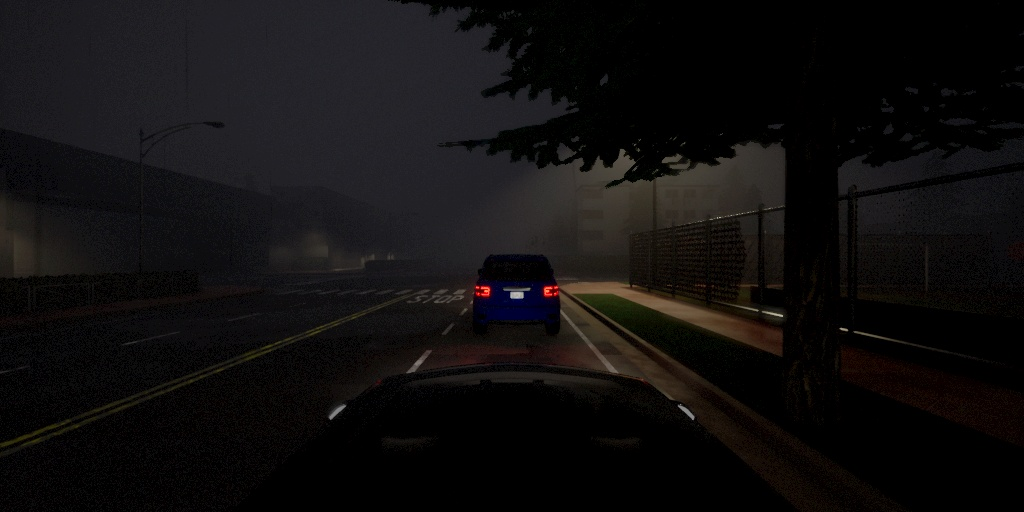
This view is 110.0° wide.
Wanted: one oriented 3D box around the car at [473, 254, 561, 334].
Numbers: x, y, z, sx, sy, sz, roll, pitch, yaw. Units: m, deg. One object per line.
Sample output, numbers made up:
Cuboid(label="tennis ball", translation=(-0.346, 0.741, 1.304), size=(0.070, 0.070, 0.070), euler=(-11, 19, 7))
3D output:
Cuboid(label="car", translation=(0.117, 0.970, 10.707), size=(2.150, 2.045, 5.566), euler=(0, 0, 0))

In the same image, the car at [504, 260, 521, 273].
Cuboid(label="car", translation=(0.032, 1.236, 45.583), size=(2.128, 1.511, 4.902), euler=(0, 0, 0))
